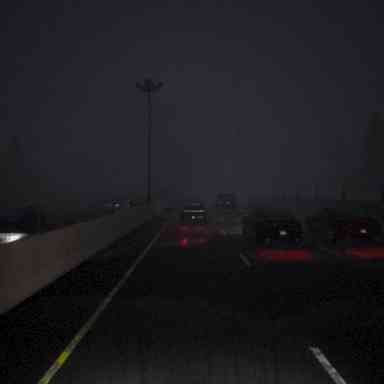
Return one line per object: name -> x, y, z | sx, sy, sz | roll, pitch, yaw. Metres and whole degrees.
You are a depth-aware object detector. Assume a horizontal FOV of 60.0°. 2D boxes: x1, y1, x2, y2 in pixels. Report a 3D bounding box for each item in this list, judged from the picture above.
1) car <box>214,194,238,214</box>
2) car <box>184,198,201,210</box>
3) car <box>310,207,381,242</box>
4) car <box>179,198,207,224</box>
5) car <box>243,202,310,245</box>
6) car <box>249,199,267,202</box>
car -> 3.598, 1.193, 35.783 | 2.150, 2.045, 5.566 | 0, 0, 0
car -> 0.098, 1.513, 42.760 | 2.033, 1.411, 5.357 | 0, 0, 0
car -> 7.099, 1.464, 16.239 | 1.882, 1.535, 5.008 | 0, 0, 0
car -> 0.099, 1.471, 24.490 | 2.128, 1.511, 4.902 | 0, 0, 0
car -> 3.599, 1.465, 15.614 | 1.882, 1.535, 5.008 | 0, 0, 0
car -> 7.099, 1.449, 36.113 | 1.882, 1.535, 5.008 | 0, 0, 0
